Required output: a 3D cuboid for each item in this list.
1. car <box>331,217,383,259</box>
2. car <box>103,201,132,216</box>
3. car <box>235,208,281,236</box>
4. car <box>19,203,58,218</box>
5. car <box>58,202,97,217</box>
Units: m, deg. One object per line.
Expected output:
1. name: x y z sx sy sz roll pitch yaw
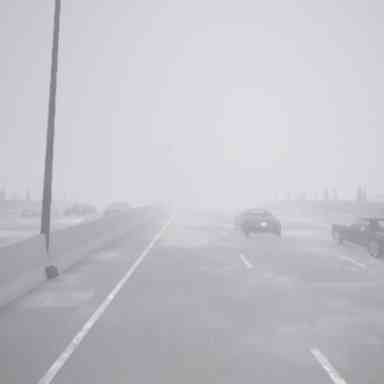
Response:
1. car: 7.101 1.619 12.716 1.895 1.301 4.718 0 0 0
2. car: -7.090 1.593 32.205 2.033 1.411 5.357 0 0 0
3. car: 3.602 1.591 18.707 1.994 1.385 4.181 0 0 0
4. car: -14.091 1.645 31.023 1.895 1.301 4.718 0 0 0
5. car: -10.589 1.646 31.597 1.895 1.301 4.718 0 0 0
